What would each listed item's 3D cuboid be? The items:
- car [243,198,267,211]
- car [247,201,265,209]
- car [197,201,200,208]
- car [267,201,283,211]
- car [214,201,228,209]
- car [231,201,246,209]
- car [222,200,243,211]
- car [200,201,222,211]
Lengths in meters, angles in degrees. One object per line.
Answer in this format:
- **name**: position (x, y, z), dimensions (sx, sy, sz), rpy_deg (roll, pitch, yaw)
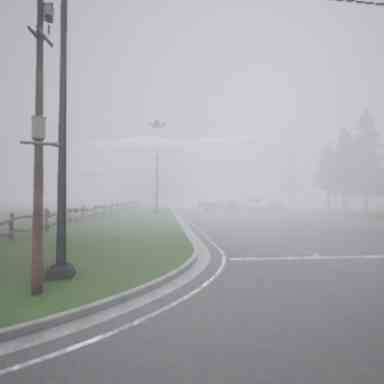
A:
- **car**: position (9.996, 2.042, 54.873), dimensions (2.150, 2.045, 5.566), rpy_deg (0, -1, -5)
- **car**: position (12.576, 2.476, 65.672), dimensions (2.128, 1.511, 4.902), rpy_deg (0, -1, -5)
- **car**: position (2.115, 2.394, 64.772), dimensions (1.882, 1.535, 5.008), rpy_deg (0, -1, -5)
- **car**: position (13.462, 2.198, 55.413), dimensions (2.097, 1.767, 4.553), rpy_deg (0, -1, -5)
- **car**: position (5.601, 2.444, 65.072), dimensions (1.837, 1.490, 4.892), rpy_deg (0, -1, -5)
- **car**: position (9.088, 2.526, 65.371), dimensions (1.994, 1.385, 4.181), rpy_deg (0, -1, -5)
- **car**: position (6.481, 2.154, 54.891), dimensions (2.097, 1.767, 4.553), rpy_deg (0, -1, -5)
- **car**: position (3.008, 2.268, 54.419), dimensions (2.128, 1.511, 4.902), rpy_deg (0, -1, -5)
